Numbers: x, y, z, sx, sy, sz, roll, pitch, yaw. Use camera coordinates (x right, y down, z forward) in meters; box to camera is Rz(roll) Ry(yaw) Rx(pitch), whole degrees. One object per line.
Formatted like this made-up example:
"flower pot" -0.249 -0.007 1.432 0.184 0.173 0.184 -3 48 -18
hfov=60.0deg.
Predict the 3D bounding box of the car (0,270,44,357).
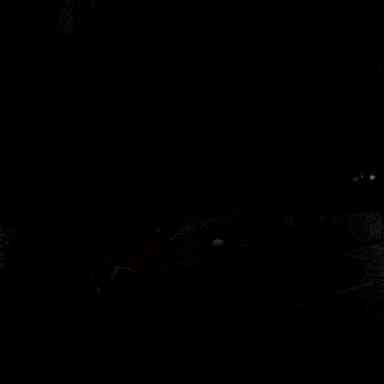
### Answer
"car" -4.080 1.550 3.739 4.403 1.369 2.008 0 0 -35

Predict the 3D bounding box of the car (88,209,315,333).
"car" 0.490 1.319 6.992 5.009 1.841 2.192 0 0 -35
